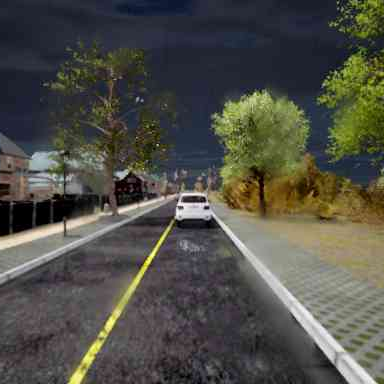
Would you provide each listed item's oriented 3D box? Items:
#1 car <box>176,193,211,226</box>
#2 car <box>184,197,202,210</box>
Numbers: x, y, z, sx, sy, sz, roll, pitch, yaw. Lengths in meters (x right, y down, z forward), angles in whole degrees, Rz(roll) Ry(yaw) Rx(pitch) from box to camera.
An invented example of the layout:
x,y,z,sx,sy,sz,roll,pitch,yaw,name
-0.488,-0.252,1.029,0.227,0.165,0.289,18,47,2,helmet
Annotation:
x,y,z,sx,sy,sz,roll,pitch,yaw,name
0.094,1.119,22.417,2.150,2.045,5.566,0,0,0,car
0.091,1.368,41.322,2.033,1.411,5.357,0,0,0,car
